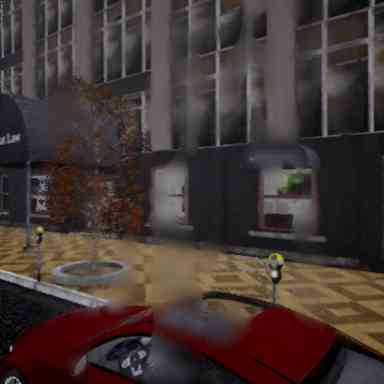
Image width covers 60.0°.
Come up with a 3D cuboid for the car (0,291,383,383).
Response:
[{"bbox_3d":[0.010,1.579,2.866,4.206,1.307,1.802,0,0,35],"label":"car"}]
